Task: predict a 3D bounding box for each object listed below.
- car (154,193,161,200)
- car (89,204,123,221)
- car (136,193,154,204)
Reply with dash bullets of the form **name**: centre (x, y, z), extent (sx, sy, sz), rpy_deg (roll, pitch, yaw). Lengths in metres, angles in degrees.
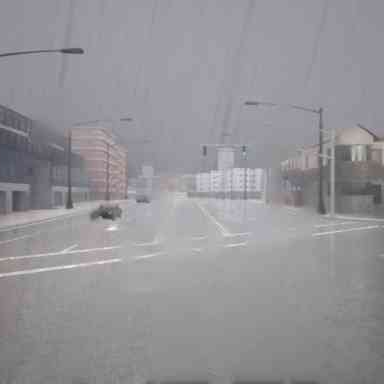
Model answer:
- **car**: centre (-8.456, 1.014, 77.867), extent (2.097, 1.767, 4.553), rpy_deg (0, -1, -2)
- **car**: centre (-7.096, 1.669, 27.757), extent (1.895, 1.301, 4.718), rpy_deg (0, 0, -2)
- **car**: centre (-7.791, 1.182, 53.417), extent (2.033, 1.411, 5.357), rpy_deg (0, 1, -2)
